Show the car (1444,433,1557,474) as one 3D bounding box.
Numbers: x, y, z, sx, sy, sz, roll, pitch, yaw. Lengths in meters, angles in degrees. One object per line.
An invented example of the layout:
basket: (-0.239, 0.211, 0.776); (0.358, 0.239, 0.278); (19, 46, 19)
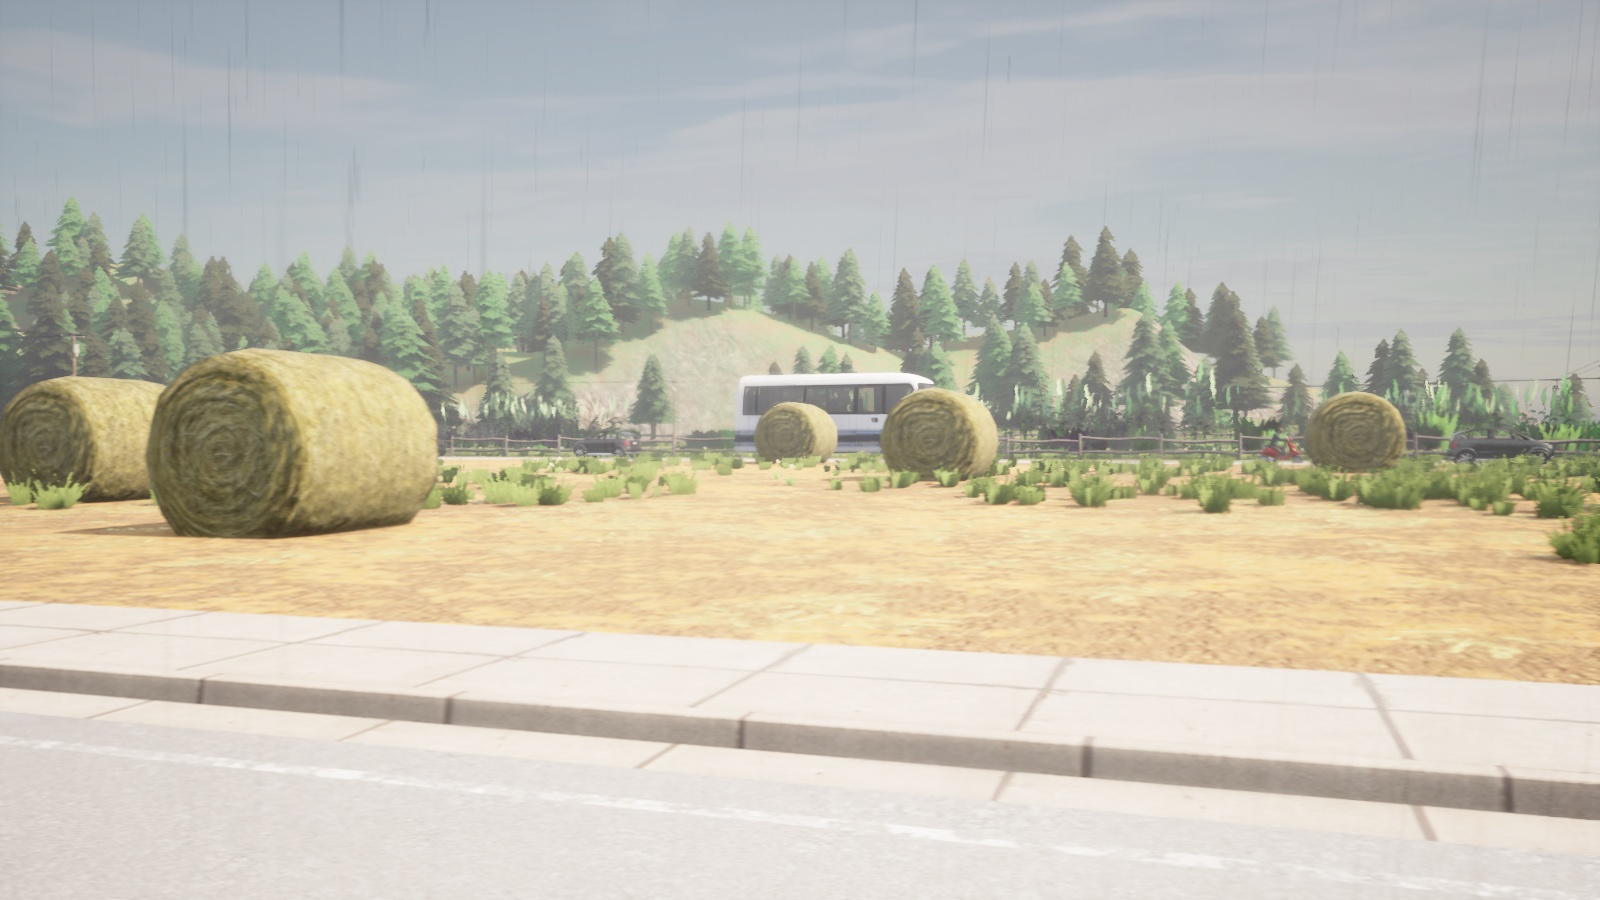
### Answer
car: (27.673, 0.105, 49.729); (3.705, 1.549, 1.789); (1, 1, 23)

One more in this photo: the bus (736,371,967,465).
bus: (2.460, -1.511, 60.110); (10.273, 4.253, 3.944); (1, 1, 22)

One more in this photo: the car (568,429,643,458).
car: (-10.743, -0.354, 69.362); (3.705, 1.549, 1.789); (1, 1, 22)

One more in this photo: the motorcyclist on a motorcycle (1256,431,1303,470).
motorcyclist on a motorcycle: (20.165, 0.002, 52.825); (1.817, 1.590, 0.866); (1, 1, 22)
